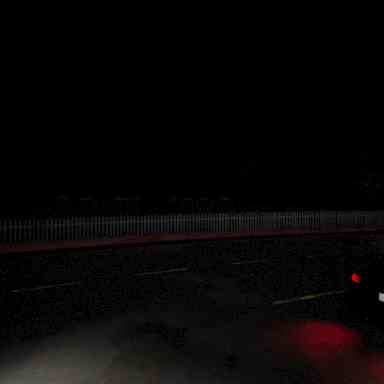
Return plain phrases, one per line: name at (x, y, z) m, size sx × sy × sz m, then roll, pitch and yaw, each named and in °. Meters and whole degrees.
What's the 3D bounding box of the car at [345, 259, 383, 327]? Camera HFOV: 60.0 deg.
car at (4.758, 1.564, 5.749) m, size 4.181 × 1.385 × 1.994 m, roll 0°, pitch 0°, yaw -24°
